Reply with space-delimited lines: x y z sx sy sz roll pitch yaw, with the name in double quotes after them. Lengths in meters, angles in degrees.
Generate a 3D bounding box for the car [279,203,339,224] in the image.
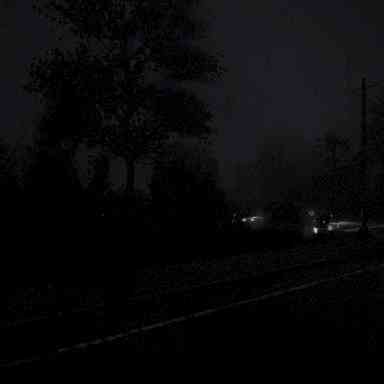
9.312 1.651 26.741 1.994 1.385 4.181 0 -1 -39 "car"

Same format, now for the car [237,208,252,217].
3.923 1.769 33.194 1.994 1.385 4.181 0 -1 -41 "car"

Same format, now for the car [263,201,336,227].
7.295 1.426 23.618 2.097 1.767 4.553 0 -1 -38 "car"
